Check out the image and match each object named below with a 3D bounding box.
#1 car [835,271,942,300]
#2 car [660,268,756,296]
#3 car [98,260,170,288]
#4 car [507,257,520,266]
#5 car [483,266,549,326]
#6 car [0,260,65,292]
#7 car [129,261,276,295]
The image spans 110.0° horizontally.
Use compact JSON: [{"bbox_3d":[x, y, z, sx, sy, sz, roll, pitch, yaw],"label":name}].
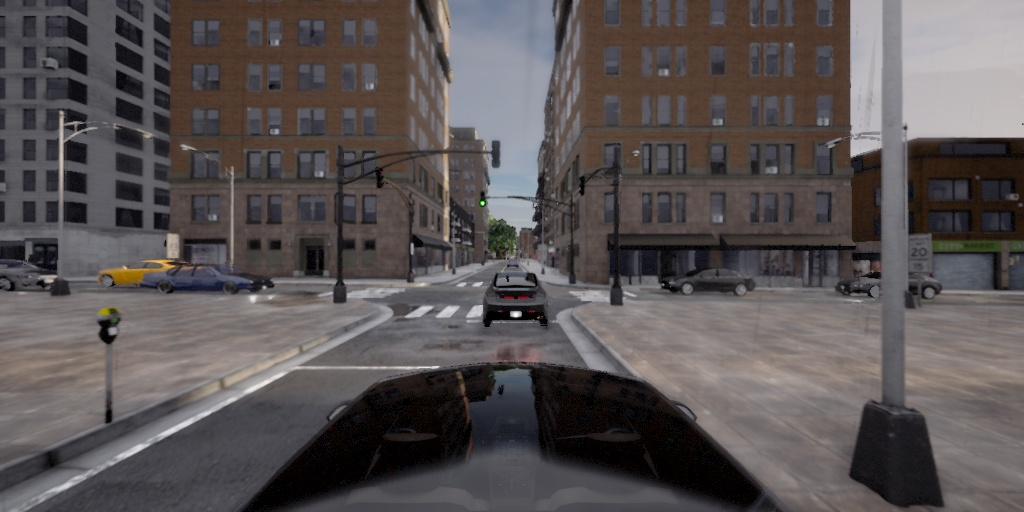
[{"bbox_3d":[21.047,1.589,20.168,4.892,1.490,1.837,1,0,0],"label":"car"},{"bbox_3d":[10.960,1.421,20.209,4.892,1.490,1.837,1,0,1],"label":"car"},{"bbox_3d":[-20.189,0.964,20.217,5.008,1.535,1.882,1,0,0],"label":"car"},{"bbox_3d":[0.131,1.310,62.089,1.994,1.385,4.181,0,0,0],"label":"car"},{"bbox_3d":[0.104,1.241,11.650,1.837,1.490,4.892,0,0,0],"label":"car"},{"bbox_3d":[-24.681,0.920,17.255,4.902,1.511,2.128,1,0,0],"label":"car"},{"bbox_3d":[-14.534,1.099,17.245,5.357,1.411,2.033,1,0,0],"label":"car"}]
